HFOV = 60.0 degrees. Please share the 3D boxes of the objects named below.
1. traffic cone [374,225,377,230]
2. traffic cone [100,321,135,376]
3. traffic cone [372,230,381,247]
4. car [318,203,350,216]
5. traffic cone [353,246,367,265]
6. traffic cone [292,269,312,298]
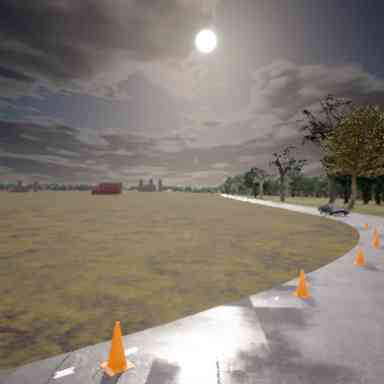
[{"bbox_3d":[10.553,2.202,19.134,0.340,0.580,0.340,1,0,25],"label":"traffic cone"},{"bbox_3d":[-0.974,1.988,4.337,0.340,0.580,0.340,1,-1,-39],"label":"traffic cone"},{"bbox_3d":[8.302,2.155,14.980,0.340,0.580,0.340,0,0,32],"label":"traffic cone"},{"bbox_3d":[15.839,1.925,37.504,2.033,1.411,5.357,1,0,3],"label":"car"},{"bbox_3d":[5.608,2.103,11.098,0.340,0.580,0.340,0,0,38],"label":"traffic cone"},{"bbox_3d":[2.503,2.046,7.537,0.340,0.580,0.340,0,-1,44],"label":"traffic cone"}]
